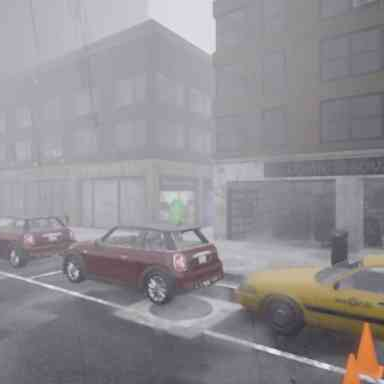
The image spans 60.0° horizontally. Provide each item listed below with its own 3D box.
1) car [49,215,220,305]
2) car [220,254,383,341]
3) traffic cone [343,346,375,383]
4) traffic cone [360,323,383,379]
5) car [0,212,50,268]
[{"bbox_3d":[-1.357,1.447,8.151,4.097,1.590,1.967,0,0,35],"label":"car"},{"bbox_3d":[3.005,1.529,5.048,4.829,1.417,1.752,0,0,35],"label":"car"},{"bbox_3d":[1.635,1.958,3.404,0.340,0.580,0.340,0,0,35],"label":"traffic cone"},{"bbox_3d":[2.215,1.958,4.218,0.340,0.580,0.340,0,0,35],"label":"traffic cone"},{"bbox_3d":[-5.858,1.451,11.354,4.097,1.590,1.967,0,0,35],"label":"car"}]
